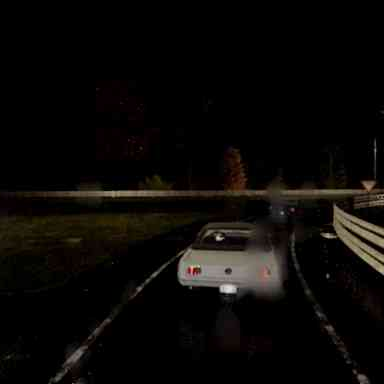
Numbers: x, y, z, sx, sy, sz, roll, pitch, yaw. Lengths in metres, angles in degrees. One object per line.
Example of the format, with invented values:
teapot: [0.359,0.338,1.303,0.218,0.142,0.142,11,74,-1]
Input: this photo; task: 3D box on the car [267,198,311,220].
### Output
car: [6.611,1.024,22.224,1.895,1.301,4.718,1,2,30]

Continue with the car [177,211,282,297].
car: [1.027,1.386,8.117,1.895,1.301,4.718,0,2,10]
